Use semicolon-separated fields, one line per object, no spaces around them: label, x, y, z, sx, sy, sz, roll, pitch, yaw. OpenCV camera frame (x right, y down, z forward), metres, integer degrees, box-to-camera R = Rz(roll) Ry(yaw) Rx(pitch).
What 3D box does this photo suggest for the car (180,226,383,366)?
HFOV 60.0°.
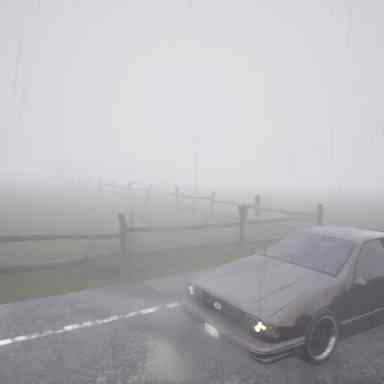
car;2.500;1.338;5.608;5.357;1.411;2.033;0;3;-33
